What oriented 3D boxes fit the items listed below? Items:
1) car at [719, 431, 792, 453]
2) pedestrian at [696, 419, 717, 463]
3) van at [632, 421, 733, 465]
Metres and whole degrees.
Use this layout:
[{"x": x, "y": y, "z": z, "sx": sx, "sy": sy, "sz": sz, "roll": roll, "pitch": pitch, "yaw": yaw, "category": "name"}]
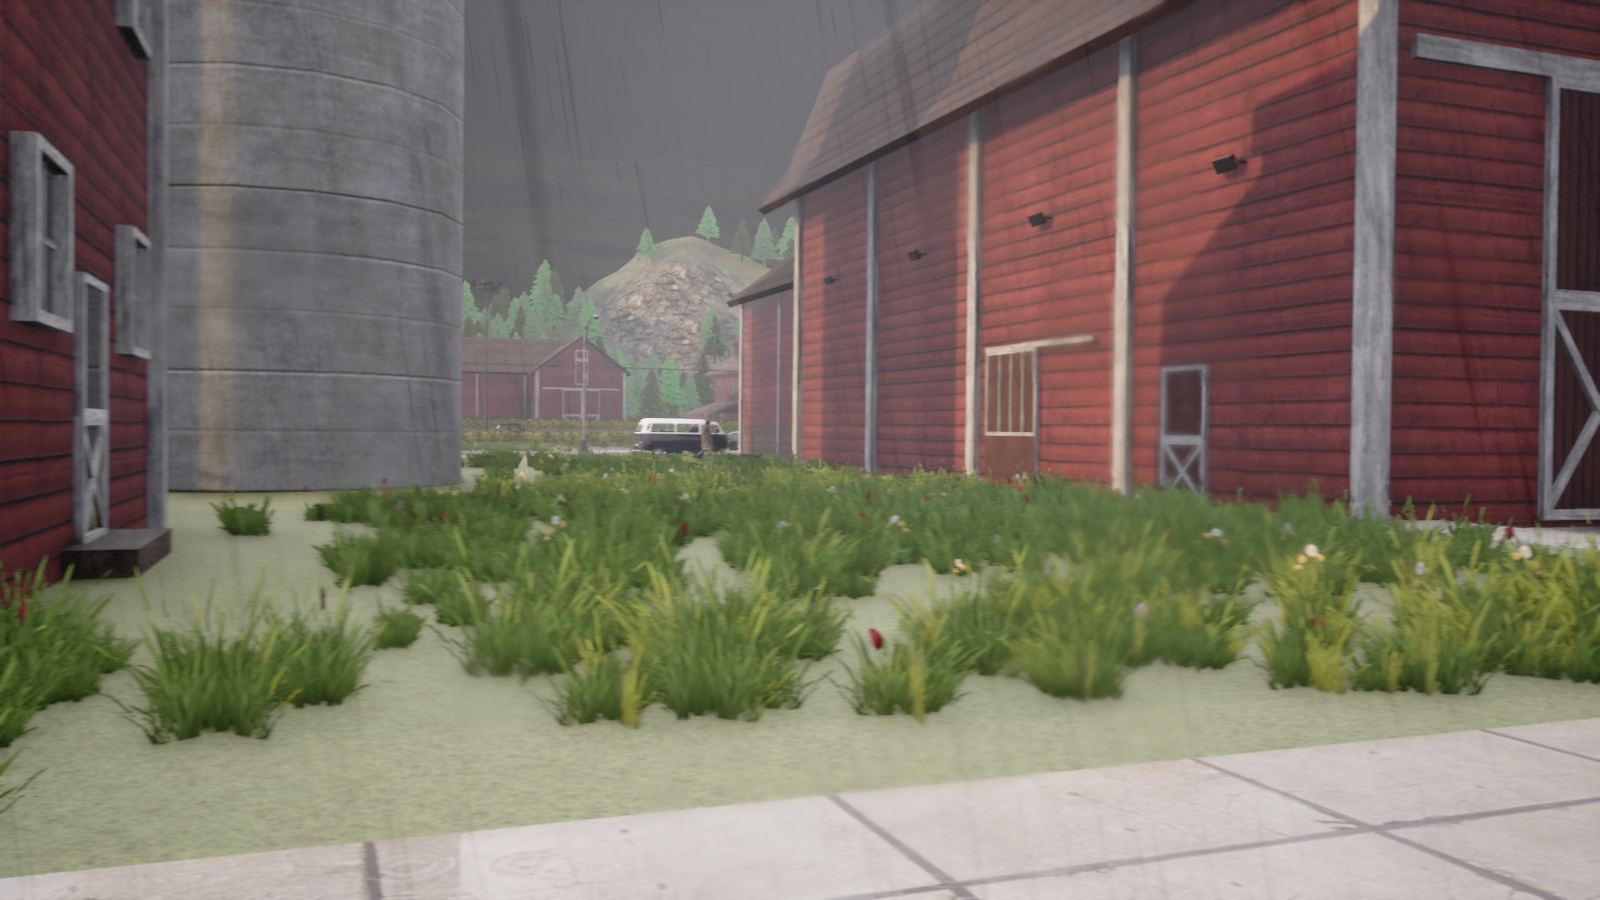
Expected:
[{"x": -3.178, "y": -0.598, "z": 89.492, "sx": 4.792, "sy": 1.488, "sz": 2.163, "roll": -1, "pitch": 1, "yaw": -20, "category": "car"}, {"x": -4.208, "y": -0.394, "z": 56.535, "sx": 0.873, "sy": 1.952, "sz": 0.659, "roll": -1, "pitch": 1, "yaw": 0, "category": "pedestrian"}, {"x": -5.708, "y": -0.381, "z": 60.869, "sx": 4.480, "sy": 2.038, "sz": 2.069, "roll": -1, "pitch": 1, "yaw": -21, "category": "van"}]
